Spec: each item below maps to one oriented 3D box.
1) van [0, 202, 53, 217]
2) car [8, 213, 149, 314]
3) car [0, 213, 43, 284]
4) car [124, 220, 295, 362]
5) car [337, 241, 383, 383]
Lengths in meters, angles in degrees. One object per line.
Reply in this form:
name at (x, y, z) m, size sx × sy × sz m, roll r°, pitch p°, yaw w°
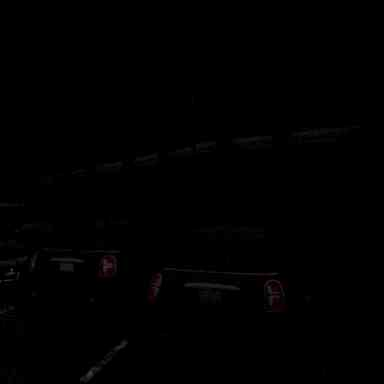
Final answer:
van at (-6.549, 1.347, 11.672) m, size 1.878 × 1.987 × 4.442 m, roll 0°, pitch -1°, yaw 15°
car at (-1.675, 1.403, 8.020) m, size 2.185 × 1.767 × 4.553 m, roll 0°, pitch -1°, yaw 16°
car at (-4.109, 1.551, 9.807) m, size 2.231 × 1.521 × 4.892 m, roll 0°, pitch -1°, yaw 15°
car at (0.797, 1.381, 6.269) m, size 2.185 × 1.767 × 4.553 m, roll 0°, pitch -1°, yaw 15°
car at (3.259, 1.515, 4.511) m, size 2.163 × 1.488 × 4.792 m, roll 0°, pitch -1°, yaw 16°
